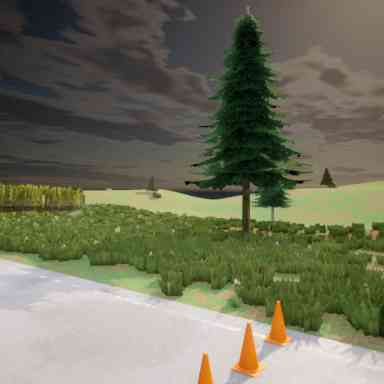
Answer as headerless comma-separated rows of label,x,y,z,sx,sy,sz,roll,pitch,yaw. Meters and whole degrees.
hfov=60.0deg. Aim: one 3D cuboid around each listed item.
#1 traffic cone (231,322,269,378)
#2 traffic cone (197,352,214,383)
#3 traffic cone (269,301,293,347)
traffic cone,0.725,1.955,4.246,0.340,0.580,0.340,0,0,36
traffic cone,0.140,1.955,3.434,0.340,0.580,0.340,0,0,36
traffic cone,1.310,1.955,5.057,0.340,0.580,0.340,0,0,36
